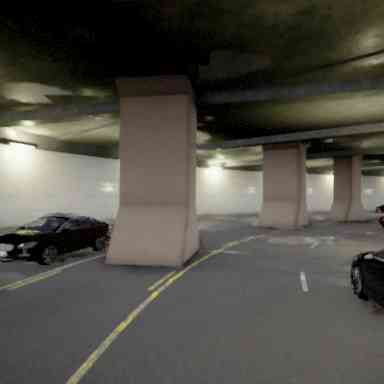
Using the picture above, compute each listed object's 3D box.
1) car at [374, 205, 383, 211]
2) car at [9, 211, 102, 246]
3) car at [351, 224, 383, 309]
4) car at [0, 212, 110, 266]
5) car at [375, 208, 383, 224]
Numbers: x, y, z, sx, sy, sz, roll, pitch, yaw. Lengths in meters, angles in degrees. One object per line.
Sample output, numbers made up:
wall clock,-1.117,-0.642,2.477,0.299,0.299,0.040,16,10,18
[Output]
car,27.196,2.206,45.299,4.892,1.490,1.837,1,-1,-19
car,-6.822,1.751,17.101,1.994,1.385,4.181,0,-1,24
car,4.294,1.585,5.732,2.128,1.511,4.902,0,-1,9
car,-4.946,1.627,12.347,2.128,1.511,4.902,0,-1,18
car,15.422,1.976,23.932,4.718,1.301,1.895,1,-1,-38
